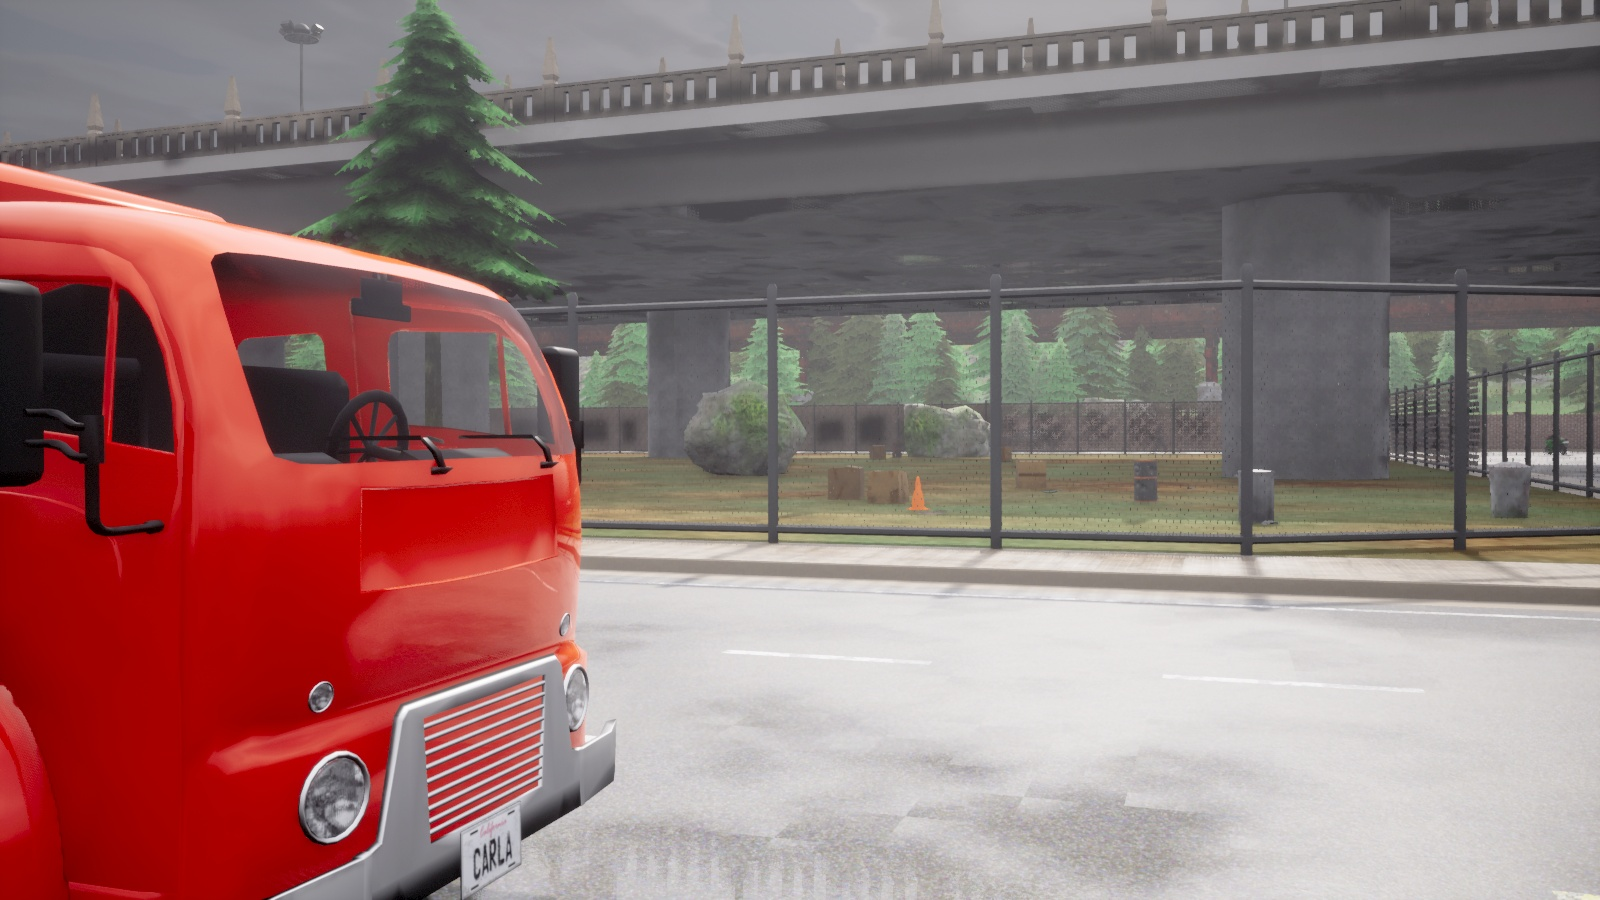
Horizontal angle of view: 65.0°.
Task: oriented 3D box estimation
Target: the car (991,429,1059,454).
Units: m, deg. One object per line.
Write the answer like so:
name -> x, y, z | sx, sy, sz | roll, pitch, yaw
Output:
car -> 16.177, -0.646, 90.372 | 4.553, 1.767, 2.097 | 1, 1, 18

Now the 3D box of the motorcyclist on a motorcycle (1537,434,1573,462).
motorcyclist on a motorcycle -> 43.636, -0.134, 72.555 | 0.797, 1.523, 2.044 | -2, 1, -1

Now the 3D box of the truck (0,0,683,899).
truck -> -3.327, 0.258, 4.304 | 5.204, 2.467, 2.627 | 1, 1, 19
